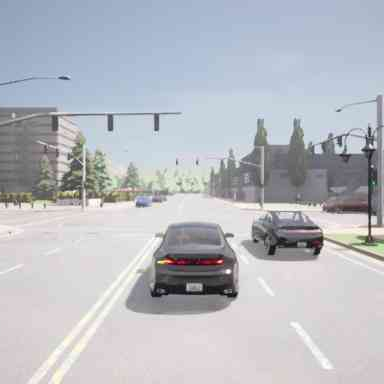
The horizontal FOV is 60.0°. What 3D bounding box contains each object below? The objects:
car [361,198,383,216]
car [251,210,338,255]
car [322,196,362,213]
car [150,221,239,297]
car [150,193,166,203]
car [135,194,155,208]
[{"bbox_3d":[19.077,1.493,31.293,4.892,1.490,1.837,-1,0,-1],"label":"car"},{"bbox_3d":[3.582,1.488,13.210,2.128,1.511,4.902,0,0,0],"label":"car"},{"bbox_3d":[16.089,1.343,34.757,4.553,1.767,2.097,0,0,-1],"label":"car"},{"bbox_3d":[0.061,1.502,8.530,1.837,1.490,4.892,0,0,0],"label":"car"},{"bbox_3d":[-7.015,1.459,68.454,1.882,1.535,5.008,0,0,0],"label":"car"},{"bbox_3d":[-7.105,1.464,48.811,1.882,1.535,5.008,0,0,0],"label":"car"}]
